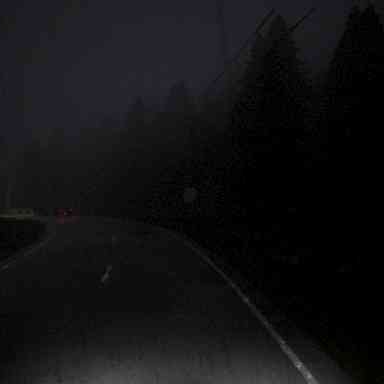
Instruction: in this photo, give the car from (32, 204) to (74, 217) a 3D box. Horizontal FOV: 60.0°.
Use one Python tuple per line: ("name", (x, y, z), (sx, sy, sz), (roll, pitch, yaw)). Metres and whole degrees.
("car", (-14.331, 1.867, 34.148), (4.718, 1.301, 1.895), (-1, 0, 35))
